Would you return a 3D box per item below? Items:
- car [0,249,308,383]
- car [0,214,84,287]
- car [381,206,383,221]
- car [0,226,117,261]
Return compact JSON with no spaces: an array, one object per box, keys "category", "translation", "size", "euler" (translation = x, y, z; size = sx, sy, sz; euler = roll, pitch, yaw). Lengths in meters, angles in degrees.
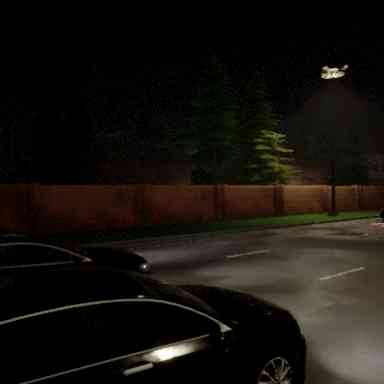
[{"category":"car","translation":[-0.927,1.495,3.086],"size":[4.892,1.490,1.837],"euler":[0,0,-36]},{"category":"car","translation":[-5.535,1.488,8.398],"size":[4.902,1.511,2.128],"euler":[0,0,-36]},{"category":"car","translation":[15.047,1.270,23.088],"size":[5.008,1.535,1.882],"euler":[0,0,-36]},{"category":"car","translation":[-3.033,1.483,5.884],"size":[4.902,1.511,2.128],"euler":[0,0,-36]}]
